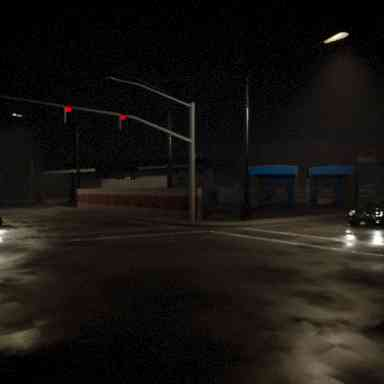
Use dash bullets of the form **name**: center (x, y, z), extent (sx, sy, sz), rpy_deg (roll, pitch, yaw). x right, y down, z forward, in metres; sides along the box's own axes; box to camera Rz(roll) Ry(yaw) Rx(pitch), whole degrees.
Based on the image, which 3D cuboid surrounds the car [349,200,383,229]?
- **car**: center (11.963, 1.287, 21.273), extent (4.553, 1.767, 2.097), rpy_deg (0, 0, -38)

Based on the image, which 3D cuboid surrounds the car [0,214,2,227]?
- **car**: center (-13.760, 1.491, 21.759), extent (1.812, 1.442, 4.674), rpy_deg (0, 0, -38)
